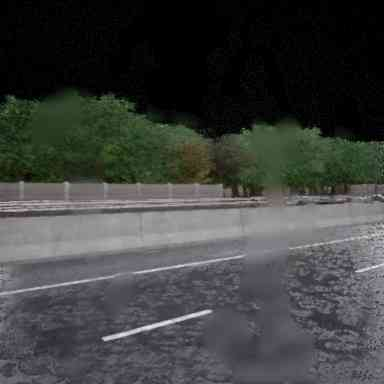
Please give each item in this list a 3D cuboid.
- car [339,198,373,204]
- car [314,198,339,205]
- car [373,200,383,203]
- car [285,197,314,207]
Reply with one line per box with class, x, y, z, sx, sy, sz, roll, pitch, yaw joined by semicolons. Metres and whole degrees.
car;20.408;1.404;40.013;5.357;1.411;2.033;0;0;-35
car;18.250;1.459;42.774;4.718;1.301;1.895;0;0;-35
car;22.717;1.380;37.365;4.674;1.442;1.812;-1;0;-35
car;14.401;1.362;44.328;4.902;1.511;2.128;-1;0;-35
